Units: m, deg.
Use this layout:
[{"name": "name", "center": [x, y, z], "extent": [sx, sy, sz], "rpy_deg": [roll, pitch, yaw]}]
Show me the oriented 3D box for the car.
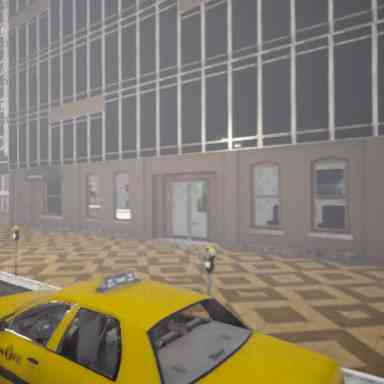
[{"name": "car", "center": [-0.970, 1.531, 3.571], "extent": [4.829, 1.417, 1.752], "rpy_deg": [0, 0, 36]}]
